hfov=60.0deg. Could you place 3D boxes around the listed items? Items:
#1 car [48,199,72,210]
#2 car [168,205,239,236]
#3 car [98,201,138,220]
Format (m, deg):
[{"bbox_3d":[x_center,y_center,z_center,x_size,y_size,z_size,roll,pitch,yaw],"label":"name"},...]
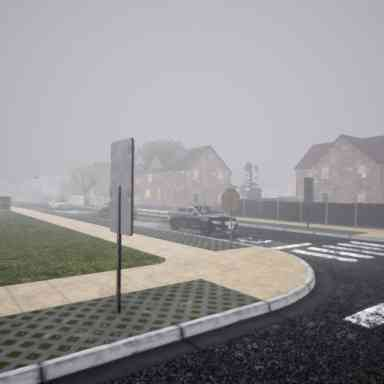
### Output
[{"bbox_3d":[-16.694,1.602,42.145,1.895,1.301,4.718,1,-1,-35],"label":"car"},{"bbox_3d":[0.495,1.478,18.397,2.128,1.511,4.902,1,0,-36],"label":"car"},{"bbox_3d":[-6.179,1.472,27.586,2.128,1.511,4.902,1,0,-36],"label":"car"}]
